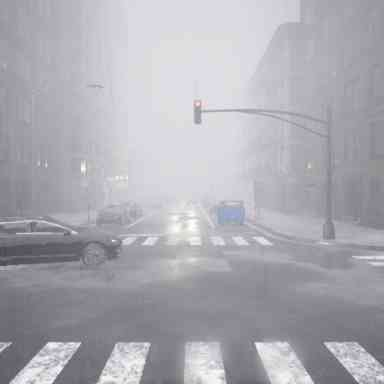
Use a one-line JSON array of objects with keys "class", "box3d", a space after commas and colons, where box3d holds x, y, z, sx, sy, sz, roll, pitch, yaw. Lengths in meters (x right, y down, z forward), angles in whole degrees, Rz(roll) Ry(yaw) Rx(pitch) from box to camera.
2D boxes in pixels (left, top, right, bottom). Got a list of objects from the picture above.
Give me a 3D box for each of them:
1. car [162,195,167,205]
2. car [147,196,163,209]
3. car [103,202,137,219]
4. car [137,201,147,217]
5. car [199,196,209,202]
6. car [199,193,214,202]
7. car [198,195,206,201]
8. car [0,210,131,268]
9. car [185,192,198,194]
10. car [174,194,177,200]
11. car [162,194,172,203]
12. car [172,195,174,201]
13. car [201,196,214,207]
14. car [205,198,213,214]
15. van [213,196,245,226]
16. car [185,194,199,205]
[{"class": "car", "box3d": [-5.402, 1.556, 51.586, 1.947, 1.339, 4.313, 0, 0, 0]}, {"class": "car", "box3d": [-5.401, 1.520, 45.734, 1.752, 1.417, 4.829, 0, 0, 0]}, {"class": "car", "box3d": [-5.395, 1.549, 23.176, 2.008, 1.369, 4.403, 0, 0, 0]}, {"class": "car", "box3d": [-5.396, 1.543, 28.858, 1.887, 1.381, 4.507, 0, 0, 0]}, {"class": "car", "box3d": [2.617, 1.524, 74.319, 2.008, 1.369, 4.403, 0, 0, 0]}, {"class": "car", "box3d": [2.623, 1.305, 51.594, 2.192, 1.841, 5.009, 0, 0, 0]}, {"class": "car", "box3d": [2.614, 1.531, 85.681, 1.947, 1.339, 4.313, 0, 0, 0]}, {"class": "car", "box3d": [-4.584, 1.472, 9.957, 4.902, 1.511, 2.128, 0, 0, -24]}, {"class": "car", "box3d": [0.076, 1.331, 67.096, 2.097, 1.767, 4.553, 0, 0, -2]}, {"class": "car", "box3d": [-5.410, 1.409, 79.995, 1.967, 1.590, 4.097, 0, 0, 0]}, {"class": "car", "box3d": [-5.405, 1.548, 62.949, 1.947, 1.339, 4.313, 0, 0, 0]}, {"class": "car", "box3d": [-5.407, 1.293, 68.631, 2.192, 1.841, 5.009, 0, 0, 0]}, {"class": "car", "box3d": [2.625, 1.576, 45.912, 1.802, 1.307, 4.206, 0, 0, 0]}, {"class": "car", "box3d": [2.628, 1.580, 34.549, 1.802, 1.307, 4.206, 0, 0, 0]}, {"class": "van", "box3d": [2.630, 1.340, 23.187, 1.690, 1.788, 3.998, 0, 0, 0]}, {"class": "car", "box3d": [0.088, 1.512, 57.266, 1.812, 1.442, 4.674, 0, 0, 0]}]
